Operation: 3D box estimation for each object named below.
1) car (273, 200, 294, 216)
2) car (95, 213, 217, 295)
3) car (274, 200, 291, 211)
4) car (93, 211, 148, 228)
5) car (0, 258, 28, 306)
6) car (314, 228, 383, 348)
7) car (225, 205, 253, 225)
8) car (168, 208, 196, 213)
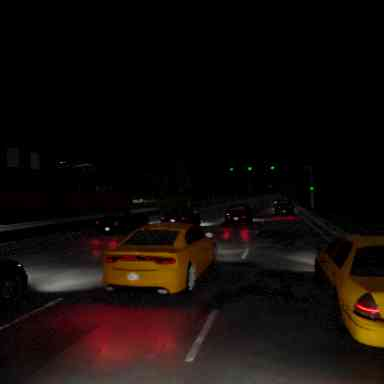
[{"bbox_3d":[9.360,1.627,33.903,2.128,1.511,4.902,-1,-1,15],"label":"car"},{"bbox_3d":[-0.578,1.582,9.156,1.882,1.535,5.008,-1,0,14],"label":"car"},{"bbox_3d":[11.862,1.744,43.746,1.994,1.385,4.181,-1,-1,15],"label":"car"},{"bbox_3d":[-4.498,1.918,22.029,1.895,1.301,4.718,-1,-1,14],"label":"car"},{"bbox_3d":[-5.061,1.693,5.771,1.812,1.442,4.674,-1,0,14],"label":"car"},{"bbox_3d":[3.490,1.445,6.409,1.801,1.575,5.366,-1,-1,14],"label":"car"},{"bbox_3d":[3.651,1.703,25.703,1.812,1.442,4.674,-1,-1,14],"label":"car"},{"bbox_3d":[-0.708,1.806,22.730,1.994,1.385,4.181,-1,-1,14],"label":"car"}]
